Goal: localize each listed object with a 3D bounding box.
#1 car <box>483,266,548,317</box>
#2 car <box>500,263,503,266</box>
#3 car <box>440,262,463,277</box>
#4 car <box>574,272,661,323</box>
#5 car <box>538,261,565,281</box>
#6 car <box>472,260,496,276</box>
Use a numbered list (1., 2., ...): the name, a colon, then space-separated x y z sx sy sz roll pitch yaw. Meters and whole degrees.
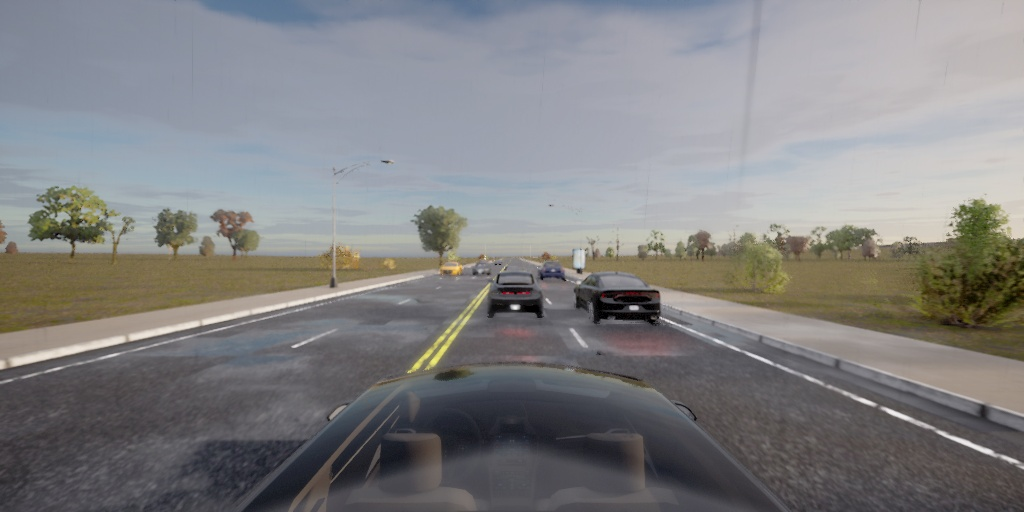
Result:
1. car: 0.118 1.309 13.421 1.837 1.490 4.892 0 0 0
2. car: 0.178 1.479 30.571 1.895 1.301 4.718 0 0 0
3. car: -6.484 1.389 38.711 1.882 1.535 5.008 0 0 0
4. car: 3.360 1.276 12.300 1.882 1.535 5.008 0 0 0
5. car: 3.432 1.236 31.875 2.097 1.767 4.553 0 0 0
6. car: -3.232 1.405 39.087 2.128 1.511 4.902 0 0 0
